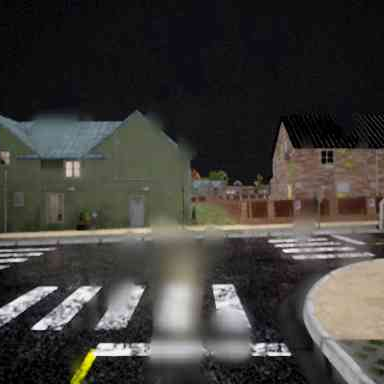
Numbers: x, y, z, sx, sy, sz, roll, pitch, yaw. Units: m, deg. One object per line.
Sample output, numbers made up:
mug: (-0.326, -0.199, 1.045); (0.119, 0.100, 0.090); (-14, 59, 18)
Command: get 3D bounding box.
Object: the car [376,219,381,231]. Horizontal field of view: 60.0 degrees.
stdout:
car: (10.741, 1.112, 13.912); (5.357, 1.411, 2.033); (-2, 0, -1)
